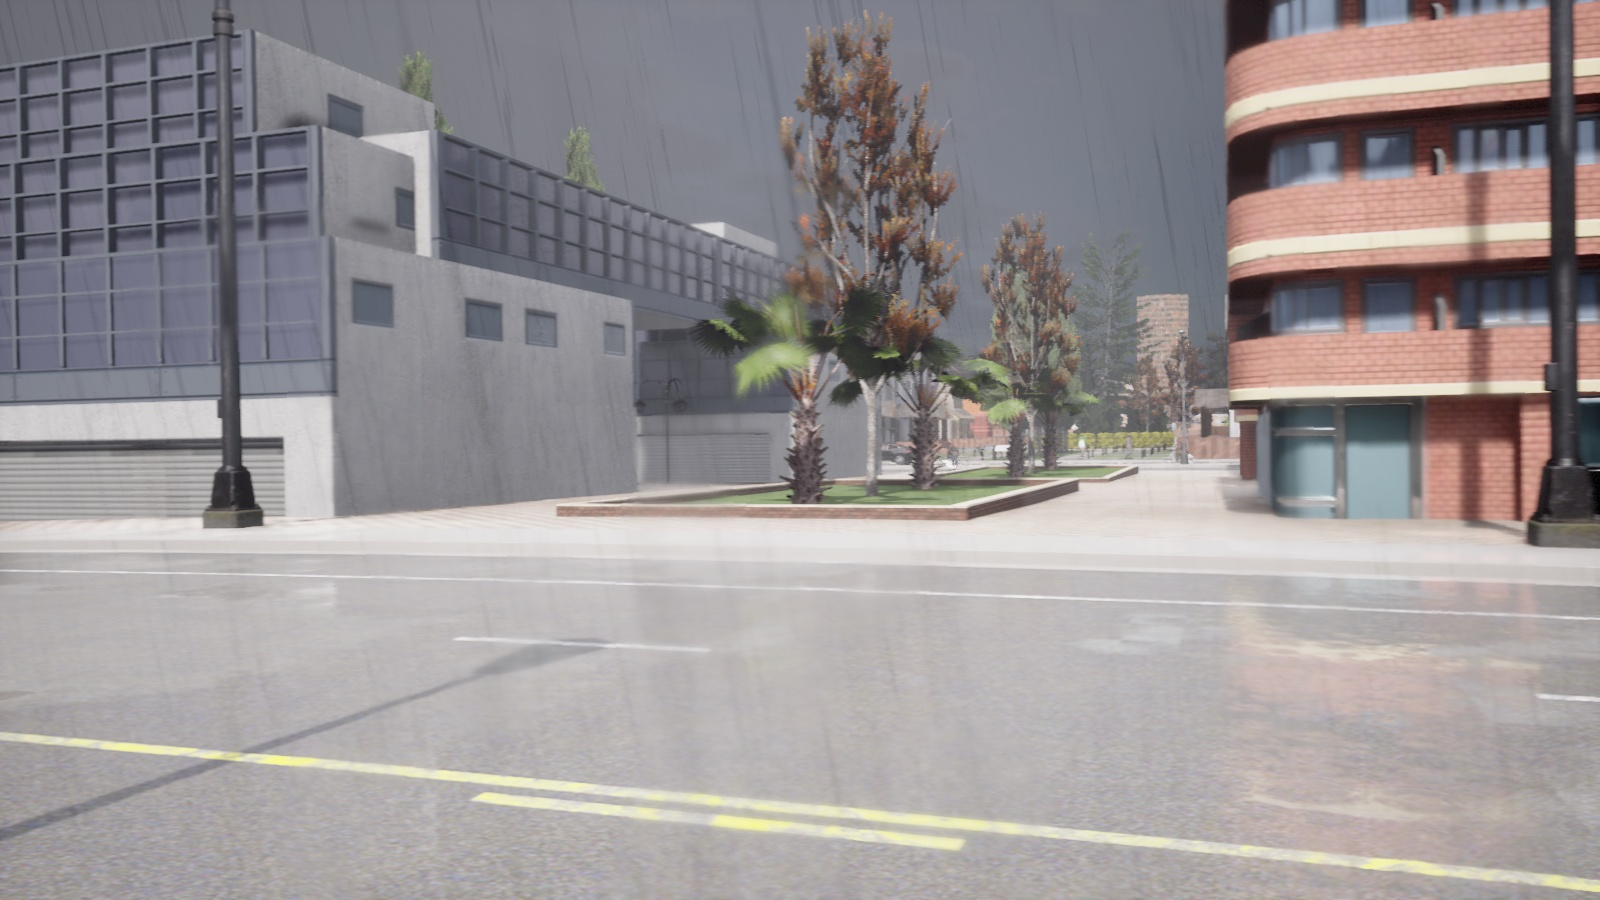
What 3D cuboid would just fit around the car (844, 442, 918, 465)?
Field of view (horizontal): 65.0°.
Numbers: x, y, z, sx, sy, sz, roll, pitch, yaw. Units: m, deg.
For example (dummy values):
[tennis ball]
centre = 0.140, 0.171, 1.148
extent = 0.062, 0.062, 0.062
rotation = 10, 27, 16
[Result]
[car]
centre = 5.942, 0.236, 92.166
extent = 5.027, 1.651, 2.152
rotation = 0, 1, 18
